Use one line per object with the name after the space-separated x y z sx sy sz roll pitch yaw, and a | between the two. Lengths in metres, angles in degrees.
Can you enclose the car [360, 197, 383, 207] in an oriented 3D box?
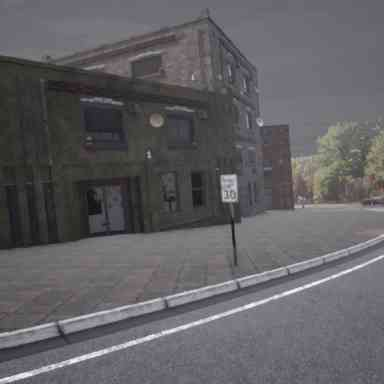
28.692 1.482 52.852 1.882 1.535 5.008 -5 -2 -1 | car
